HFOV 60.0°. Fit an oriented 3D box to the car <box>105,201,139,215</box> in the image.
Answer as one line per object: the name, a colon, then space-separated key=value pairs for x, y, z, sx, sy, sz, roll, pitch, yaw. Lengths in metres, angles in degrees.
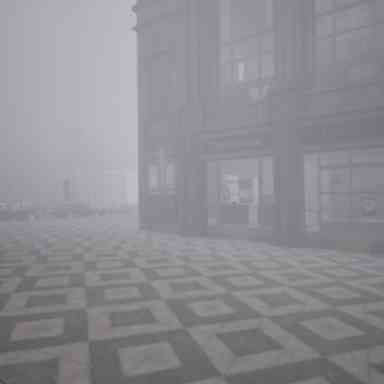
car: x=-6.758 y=1.552 z=33.667 sx=1.752 sy=1.417 sz=4.829 roll=-1 pitch=-1 yaw=35

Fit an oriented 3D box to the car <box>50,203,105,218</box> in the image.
car: x=-10.130 y=1.567 z=28.902 sx=1.947 sy=1.339 sz=4.313 roll=-1 pitch=-1 yaw=35

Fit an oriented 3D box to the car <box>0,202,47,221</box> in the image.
car: x=-13.407 y=1.532 z=24.274 sx=2.008 sy=1.369 sz=4.403 roll=-1 pitch=-1 yaw=35

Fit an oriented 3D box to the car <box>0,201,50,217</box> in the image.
car: x=-17.070 y=1.679 z=33.852 sx=2.008 sy=1.369 sz=4.403 roll=-1 pitch=-1 yaw=35

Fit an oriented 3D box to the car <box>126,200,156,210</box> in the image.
car: x=-7.243 y=1.794 z=47.731 sx=1.802 sy=1.307 sz=4.206 roll=-1 pitch=-1 yaw=35
